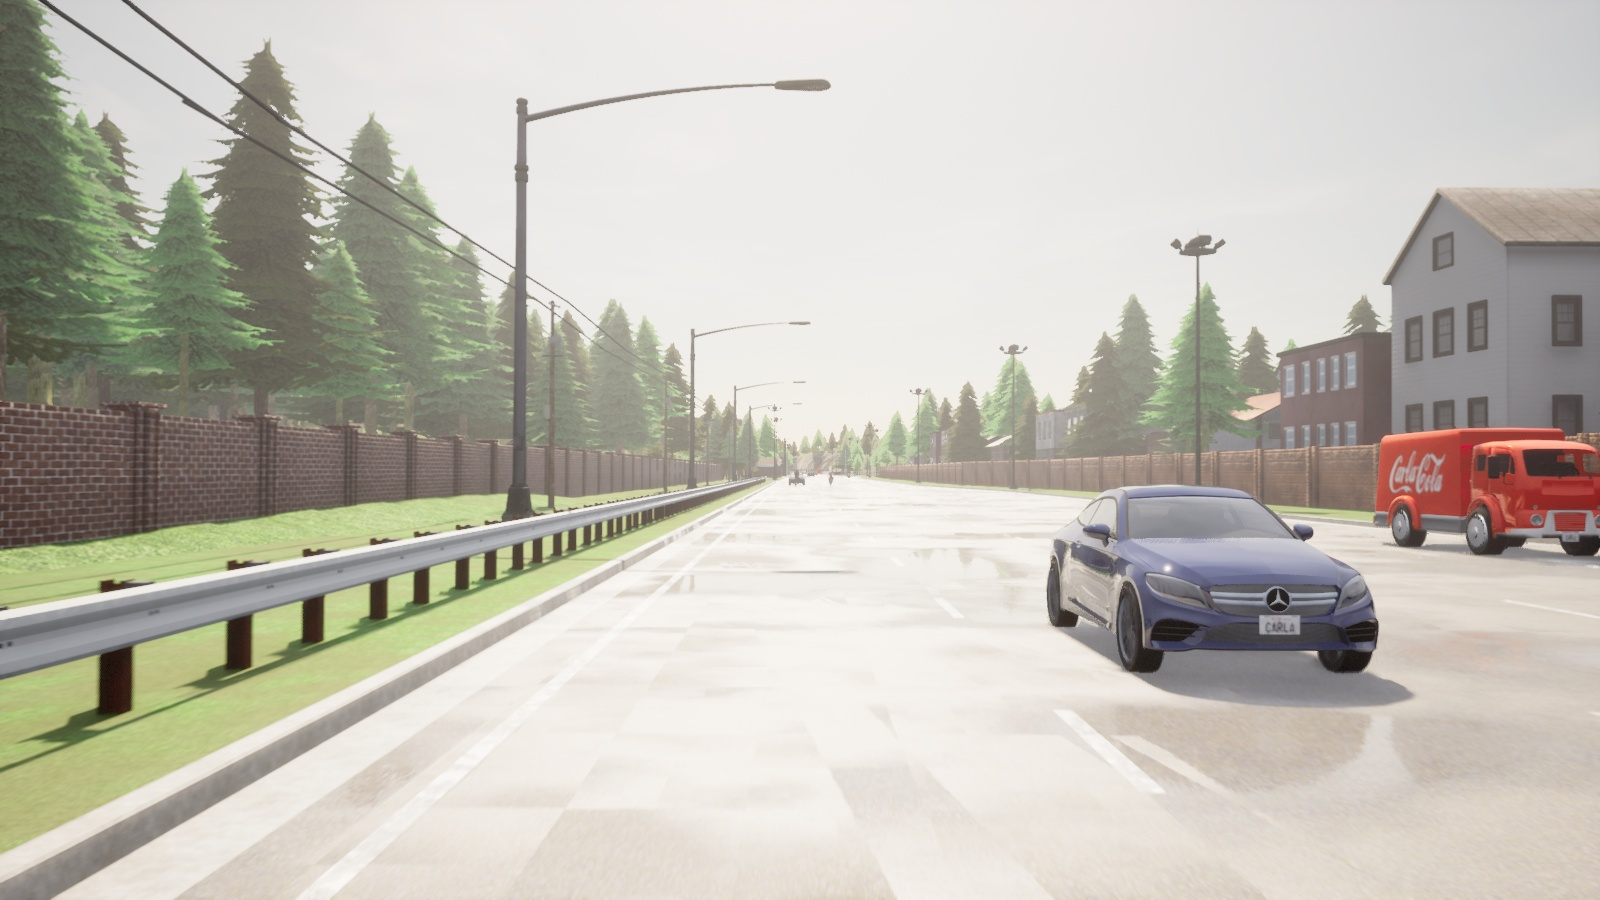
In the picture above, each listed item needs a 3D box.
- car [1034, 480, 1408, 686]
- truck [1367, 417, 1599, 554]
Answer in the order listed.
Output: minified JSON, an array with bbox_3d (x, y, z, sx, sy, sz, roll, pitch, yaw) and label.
[{"bbox_3d":[3.473,1.018,11.407,1.812,1.442,4.674,0,-1,0],"label":"car"},{"bbox_3d":[13.938,0.703,25.297,2.627,2.467,5.204,0,-1,0],"label":"truck"}]
